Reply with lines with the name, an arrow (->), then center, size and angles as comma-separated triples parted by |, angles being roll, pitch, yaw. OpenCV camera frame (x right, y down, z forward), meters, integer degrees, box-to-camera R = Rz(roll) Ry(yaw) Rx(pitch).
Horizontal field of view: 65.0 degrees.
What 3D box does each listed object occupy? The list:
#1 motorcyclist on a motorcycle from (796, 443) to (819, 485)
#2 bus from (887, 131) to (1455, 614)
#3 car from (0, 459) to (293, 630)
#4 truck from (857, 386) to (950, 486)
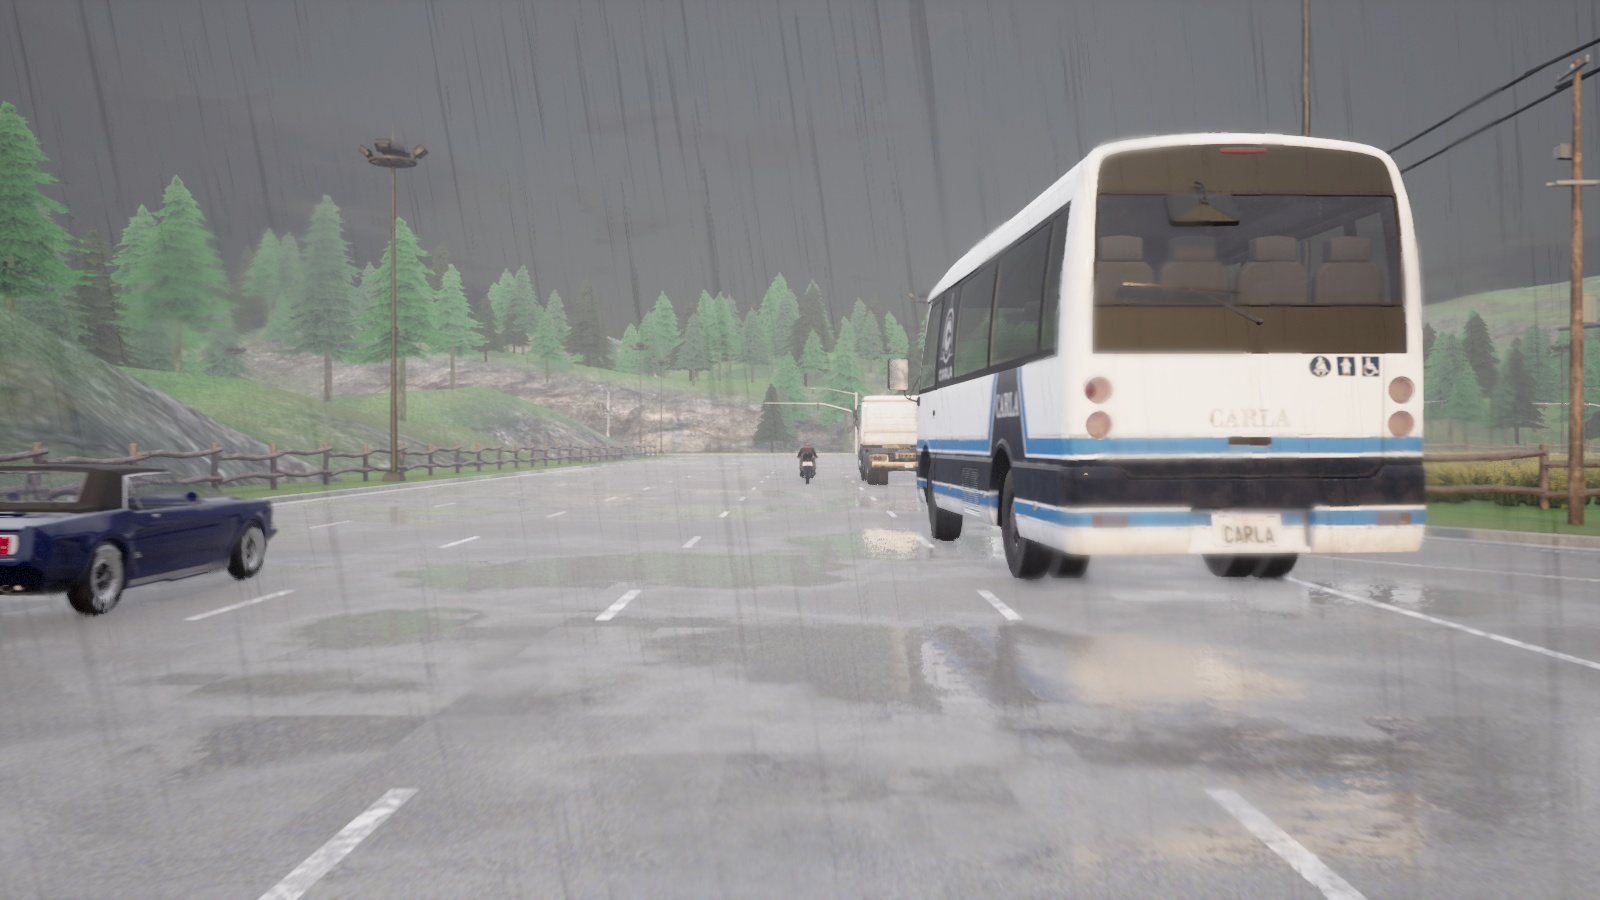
motorcyclist on a motorcycle -> 0.281, 0.515, 46.820 | 0.866, 1.530, 2.191 | 0, 0, 0
bus -> 3.672, -0.720, 16.290 | 3.944, 4.253, 10.273 | 0, 0, -2
car -> -6.915, 0.771, 12.396 | 1.895, 1.301, 4.718 | 0, 0, 0
truck -> 3.777, -0.503, 47.570 | 2.891, 3.462, 7.936 | 0, 0, 0
